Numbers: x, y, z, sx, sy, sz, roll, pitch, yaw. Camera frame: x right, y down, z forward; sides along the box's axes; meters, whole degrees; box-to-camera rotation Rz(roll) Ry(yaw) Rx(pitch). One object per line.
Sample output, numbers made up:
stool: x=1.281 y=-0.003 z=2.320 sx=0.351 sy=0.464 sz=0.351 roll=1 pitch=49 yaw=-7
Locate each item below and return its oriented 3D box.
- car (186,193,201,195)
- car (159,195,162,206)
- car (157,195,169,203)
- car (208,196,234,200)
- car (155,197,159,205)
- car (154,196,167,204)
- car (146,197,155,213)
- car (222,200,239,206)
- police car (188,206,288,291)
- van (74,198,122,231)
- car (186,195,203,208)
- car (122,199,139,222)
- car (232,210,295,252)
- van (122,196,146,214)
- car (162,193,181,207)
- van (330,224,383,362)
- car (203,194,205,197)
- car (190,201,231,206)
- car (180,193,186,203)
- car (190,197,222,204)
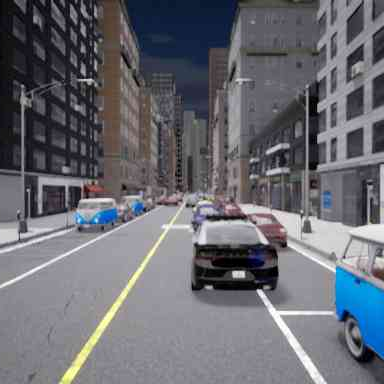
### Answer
car: x=0.147 y=1.396 z=59.330 sx=1.812 sy=1.442 sz=4.674 roll=0 pitch=0 yaw=0
car: x=-5.539 y=1.448 z=52.837 sx=1.947 sy=1.339 sz=4.313 roll=0 pitch=0 yaw=0
car: x=-5.512 y=1.302 z=63.840 sx=1.967 sy=1.590 sz=4.097 roll=0 pitch=0 yaw=0
car: x=2.931 y=1.243 z=30.809 sx=2.192 sy=1.841 sz=5.009 roll=0 pitch=0 yaw=0
car: x=-5.566 y=1.486 z=41.834 sx=1.802 sy=1.307 sz=4.206 roll=0 pitch=0 yaw=0
car: x=-5.526 y=1.454 z=58.338 sx=1.802 sy=1.307 sz=4.206 roll=0 pitch=0 yaw=0
car: x=-5.580 y=1.482 z=36.333 sx=1.947 sy=1.339 sz=4.313 roll=0 pitch=0 yaw=0
car: x=2.919 y=1.522 z=25.309 sx=1.802 sy=1.307 sz=4.206 roll=0 pitch=0 yaw=0
police car: x=0.922 y=1.403 z=9.096 sx=1.930 sy=1.638 sz=5.238 roll=0 pitch=0 yaw=0
van: x=-5.621 y=1.294 z=19.829 sx=1.690 sy=1.788 sz=3.998 roll=0 pitch=0 yaw=0
car: x=0.133 y=1.460 z=45.937 sx=1.994 sy=1.385 sz=4.181 roll=0 pitch=0 yaw=0
car: x=-5.607 y=1.491 z=25.330 sx=2.008 sy=1.369 sz=4.403 roll=0 pitch=0 yaw=0
car: x=2.891 y=1.547 z=14.307 sx=1.802 sy=1.307 sz=4.206 roll=0 pitch=0 yaw=0
van: x=-5.594 y=1.269 z=30.831 sx=1.690 sy=1.788 sz=3.998 roll=0 pitch=0 yaw=0
car: x=-2.970 y=1.367 z=49.088 sx=1.882 sy=1.535 sz=5.008 roll=0 pitch=0 yaw=0
van: x=2.863 y=1.333 z=3.303 sx=1.690 sy=1.788 sz=3.998 roll=0 pitch=0 yaw=0
car: x=2.986 y=1.433 z=52.816 sx=2.008 sy=1.369 sz=4.403 roll=0 pitch=0 yaw=0
car: x=0.947 y=1.481 z=18.987 sx=1.812 sy=1.442 sz=4.674 roll=0 pitch=0 yaw=0
car: x=-2.831 y=1.332 z=67.888 sx=1.882 sy=1.535 sz=5.008 roll=0 pitch=0 yaw=0
car: x=0.962 y=1.396 z=25.177 sx=1.801 sy=1.575 sz=5.366 roll=0 pitch=0 yaw=0
